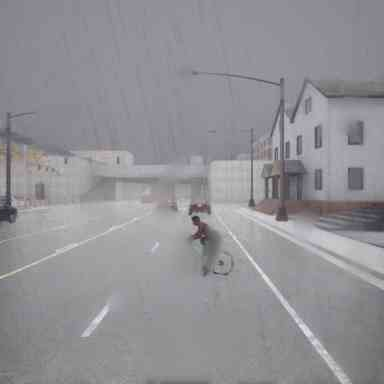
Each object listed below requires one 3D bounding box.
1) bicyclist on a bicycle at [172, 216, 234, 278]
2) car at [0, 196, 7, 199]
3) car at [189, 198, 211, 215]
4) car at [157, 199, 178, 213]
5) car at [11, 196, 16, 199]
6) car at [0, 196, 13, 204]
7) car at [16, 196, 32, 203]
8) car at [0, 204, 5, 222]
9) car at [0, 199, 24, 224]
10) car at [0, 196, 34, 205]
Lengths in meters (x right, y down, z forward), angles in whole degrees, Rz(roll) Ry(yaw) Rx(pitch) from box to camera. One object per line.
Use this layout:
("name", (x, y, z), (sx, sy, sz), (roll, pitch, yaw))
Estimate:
("bicyclist on a bicycle", (0.280, 1.453, 8.884), (1.656, 1.620, 0.582), (-2, 0, 1))
("car", (-30.669, 1.295, 49.517), (1.853, 1.218, 4.536), (0, 0, 45))
("car", (0.810, 1.353, 33.961), (2.097, 1.767, 4.553), (0, 0, 1))
("car", (-2.662, 1.525, 36.787), (1.812, 1.442, 4.674), (0, 0, 2))
("car", (-30.544, 1.452, 54.162), (2.038, 1.542, 4.974), (0, 0, -35))
("car", (-30.574, 1.295, 54.204), (1.853, 1.218, 4.536), (0, 0, -35))
("car", (-31.244, 1.295, 59.499), (1.853, 1.218, 4.536), (0, 0, 30))
("car", (-10.311, 1.477, 13.869), (1.882, 1.535, 5.008), (0, 0, 1))
("car", (-13.639, 1.492, 22.257), (2.128, 1.511, 4.902), (0, 0, 1))
("car", (-31.218, 1.452, 59.544), (2.038, 1.542, 4.974), (0, 0, 30))
